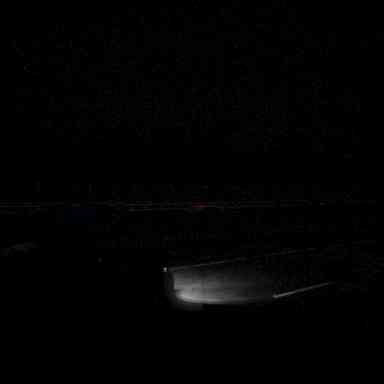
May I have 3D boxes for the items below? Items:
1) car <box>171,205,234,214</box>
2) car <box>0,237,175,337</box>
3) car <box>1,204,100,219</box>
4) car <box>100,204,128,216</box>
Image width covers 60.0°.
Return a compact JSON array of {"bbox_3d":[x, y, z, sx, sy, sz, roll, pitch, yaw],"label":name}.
[{"bbox_3d":[0.535,1.591,21.473,5.008,1.535,1.882,1,0,-35],"label":"car"},{"bbox_3d":[-2.409,1.577,6.313,4.181,1.385,1.994,1,0,-35],"label":"car"},{"bbox_3d":[-8.352,1.511,19.515,5.008,1.535,1.882,1,-1,-35],"label":"car"},{"bbox_3d":[-7.333,1.615,24.522,5.357,1.411,2.033,1,0,-35],"label":"car"}]
